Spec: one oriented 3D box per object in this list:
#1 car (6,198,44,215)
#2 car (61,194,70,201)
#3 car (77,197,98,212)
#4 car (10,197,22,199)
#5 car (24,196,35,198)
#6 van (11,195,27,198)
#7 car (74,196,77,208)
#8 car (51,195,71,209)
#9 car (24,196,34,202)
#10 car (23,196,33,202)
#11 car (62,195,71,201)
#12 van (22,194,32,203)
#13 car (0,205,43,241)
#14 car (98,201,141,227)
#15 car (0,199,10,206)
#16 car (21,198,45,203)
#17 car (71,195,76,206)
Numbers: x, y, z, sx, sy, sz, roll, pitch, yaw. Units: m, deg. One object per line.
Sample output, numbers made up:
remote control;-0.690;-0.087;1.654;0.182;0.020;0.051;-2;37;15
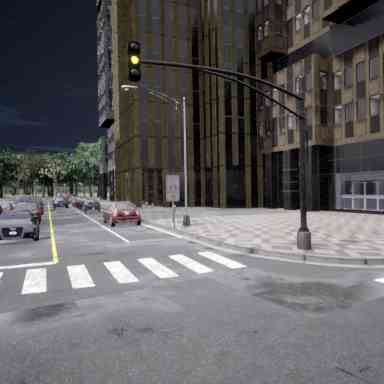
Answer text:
car;-12.142;1.511;24.475;1.882;1.535;5.008;-1;1;-23
car;-33.074;1.380;86.986;1.967;1.590;4.097;-1;1;-24
car;-11.303;1.465;37.159;2.008;1.369;4.403;-1;1;-24
car;-21.223;1.617;38.574;1.752;1.417;4.829;-1;1;-24
car;-20.144;1.583;43.004;2.033;1.411;5.357;-1;0;-24
van;-25.649;1.436;48.694;1.690;1.788;3.998;-1;1;-24
car;-13.480;1.460;42.142;1.887;1.381;4.507;-1;1;-24
car;-17.939;1.499;45.450;1.812;1.442;4.674;-1;0;-24
car;-40.882;1.681;83.575;1.947;1.339;4.313;-1;1;-24
car;-38.638;1.637;78.437;1.752;1.417;4.829;-1;1;-24
car;-30.895;1.480;82.005;1.887;1.381;4.507;-1;1;-24
van;-36.533;1.449;73.608;1.690;1.788;3.998;-1;1;-24
car;-8.537;1.596;16.200;1.994;1.385;4.181;-1;1;-24
car;-4.775;1.352;22.210;1.967;1.590;4.097;-1;1;-24
car;-14.765;1.403;23.779;2.192;1.841;5.009;-1;1;-24
car;-16.024;1.597;33.521;1.994;1.385;4.181;-1;1;-23
car;-15.657;1.461;47.125;1.887;1.381;4.507;-1;1;-24
